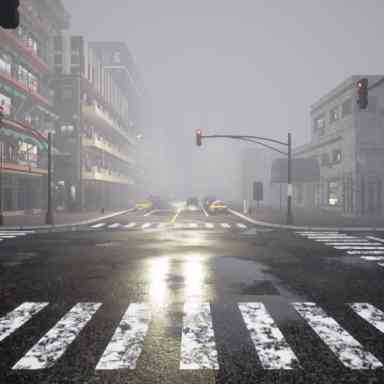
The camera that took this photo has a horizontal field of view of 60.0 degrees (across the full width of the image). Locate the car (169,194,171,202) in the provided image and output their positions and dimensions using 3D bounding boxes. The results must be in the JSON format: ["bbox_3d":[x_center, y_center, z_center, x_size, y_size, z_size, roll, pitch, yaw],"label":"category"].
[{"bbox_3d":[-5.711,1.587,66.855,1.752,1.417,4.829,0,0,0],"label":"car"}]

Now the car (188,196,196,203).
[{"bbox_3d":[0.018,1.594,71.051,1.812,1.442,4.674,0,0,0],"label":"car"}]

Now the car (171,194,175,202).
[{"bbox_3d":[-5.716,1.627,78.104,1.887,1.381,4.507,0,0,0],"label":"car"}]

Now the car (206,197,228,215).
[{"bbox_3d":[2.681,1.544,33.964,1.752,1.417,4.829,0,0,0],"label":"car"}]

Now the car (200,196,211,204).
[{"bbox_3d":[2.669,1.612,67.029,2.008,1.369,4.403,0,0,0],"label":"car"}]

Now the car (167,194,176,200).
[{"bbox_3d":[-5.721,1.434,94.722,2.192,1.841,5.009,0,0,0],"label":"car"}]

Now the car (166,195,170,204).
[{"bbox_3d":[-5.710,1.603,61.486,2.008,1.369,4.403,0,0,0],"label":"car"}]

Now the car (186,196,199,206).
[{"bbox_3d":[0.082,1.545,54.173,1.837,1.490,4.892,0,0,0],"label":"car"}]

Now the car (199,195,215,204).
[{"bbox_3d":[2.676,1.351,50.411,2.192,1.841,5.009,0,0,0],"label":"car"}]

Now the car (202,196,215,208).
[{"bbox_3d":[2.677,1.611,44.872,1.802,1.307,4.206,0,0,0],"label":"car"}]

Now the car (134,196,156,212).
[{"bbox_3d":[-5.702,1.549,39.159,1.752,1.417,4.829,0,0,0],"label":"car"}]

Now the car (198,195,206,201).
[{"bbox_3d":[2.661,1.632,89.356,1.752,1.417,4.829,0,0,0],"label":"car"}]

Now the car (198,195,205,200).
[{"bbox_3d":[2.659,1.670,94.725,2.008,1.369,4.403,0,0,0],"label":"car"}]

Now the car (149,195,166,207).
[{"bbox_3d":[-5.705,1.351,50.408,2.192,1.841,5.009,0,0,0],"label":"car"}]
